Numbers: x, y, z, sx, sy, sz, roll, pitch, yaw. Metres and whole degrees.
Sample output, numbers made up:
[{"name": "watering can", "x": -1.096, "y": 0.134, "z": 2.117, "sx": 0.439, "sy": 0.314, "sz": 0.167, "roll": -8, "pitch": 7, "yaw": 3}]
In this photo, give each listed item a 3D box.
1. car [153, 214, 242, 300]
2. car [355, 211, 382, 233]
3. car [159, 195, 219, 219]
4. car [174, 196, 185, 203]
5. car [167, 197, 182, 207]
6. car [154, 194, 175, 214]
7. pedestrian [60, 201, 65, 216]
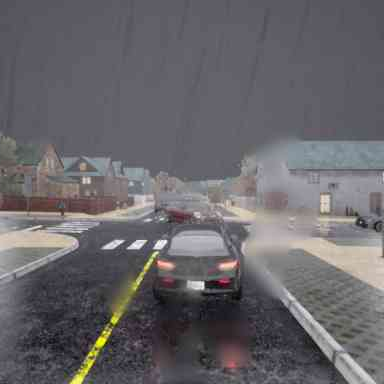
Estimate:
[{"name": "car", "x": 0.175, "y": 1.523, "z": 8.303, "sx": 1.812, "sy": 1.442, "sz": 4.674, "roll": 0, "pitch": 0, "yaw": 2}, {"name": "car", "x": 12.887, "y": 1.824, "z": 21.419, "sx": 4.181, "sy": 1.385, "sz": 1.994, "roll": 1, "pitch": 1, "yaw": 1}, {"name": "car", "x": -0.020, "y": 1.328, "z": 21.969, "sx": 2.097, "sy": 1.767, "sz": 4.553, "roll": 1, "pitch": 1, "yaw": -33}, {"name": "car", "x": -2.577, "y": 1.568, "z": 68.313, "sx": 1.994, "sy": 1.385, "sz": 4.181, "roll": 0, "pitch": 0, "yaw": 0}, {"name": "car", "x": -2.685, "y": 1.545, "z": 52.214, "sx": 1.994, "sy": 1.385, "sz": 4.181, "roll": 0, "pitch": 0, "yaw": 1}, {"name": "car", "x": -2.757, "y": 1.213, "z": 36.088, "sx": 2.150, "sy": 2.045, "sz": 5.566, "roll": 0, "pitch": 0, "yaw": 1}, {"name": "pedestrian", "x": -9.620, "y": 1.242, "z": 24.741, "sx": 0.500, "sy": 1.100, "sz": 0.500, "roll": 0, "pitch": 0, "yaw": 1}]
